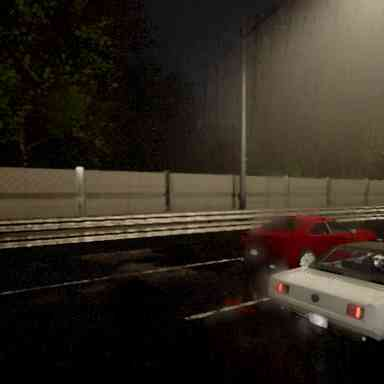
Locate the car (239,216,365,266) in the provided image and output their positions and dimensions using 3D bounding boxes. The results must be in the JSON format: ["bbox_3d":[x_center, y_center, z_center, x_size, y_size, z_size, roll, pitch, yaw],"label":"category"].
[{"bbox_3d":[3.740,1.478,10.297,5.008,1.535,1.882,0,0,-33],"label":"car"}]

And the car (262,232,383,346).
[{"bbox_3d":[3.710,1.603,6.111,4.718,1.301,1.895,0,0,-33],"label":"car"}]
